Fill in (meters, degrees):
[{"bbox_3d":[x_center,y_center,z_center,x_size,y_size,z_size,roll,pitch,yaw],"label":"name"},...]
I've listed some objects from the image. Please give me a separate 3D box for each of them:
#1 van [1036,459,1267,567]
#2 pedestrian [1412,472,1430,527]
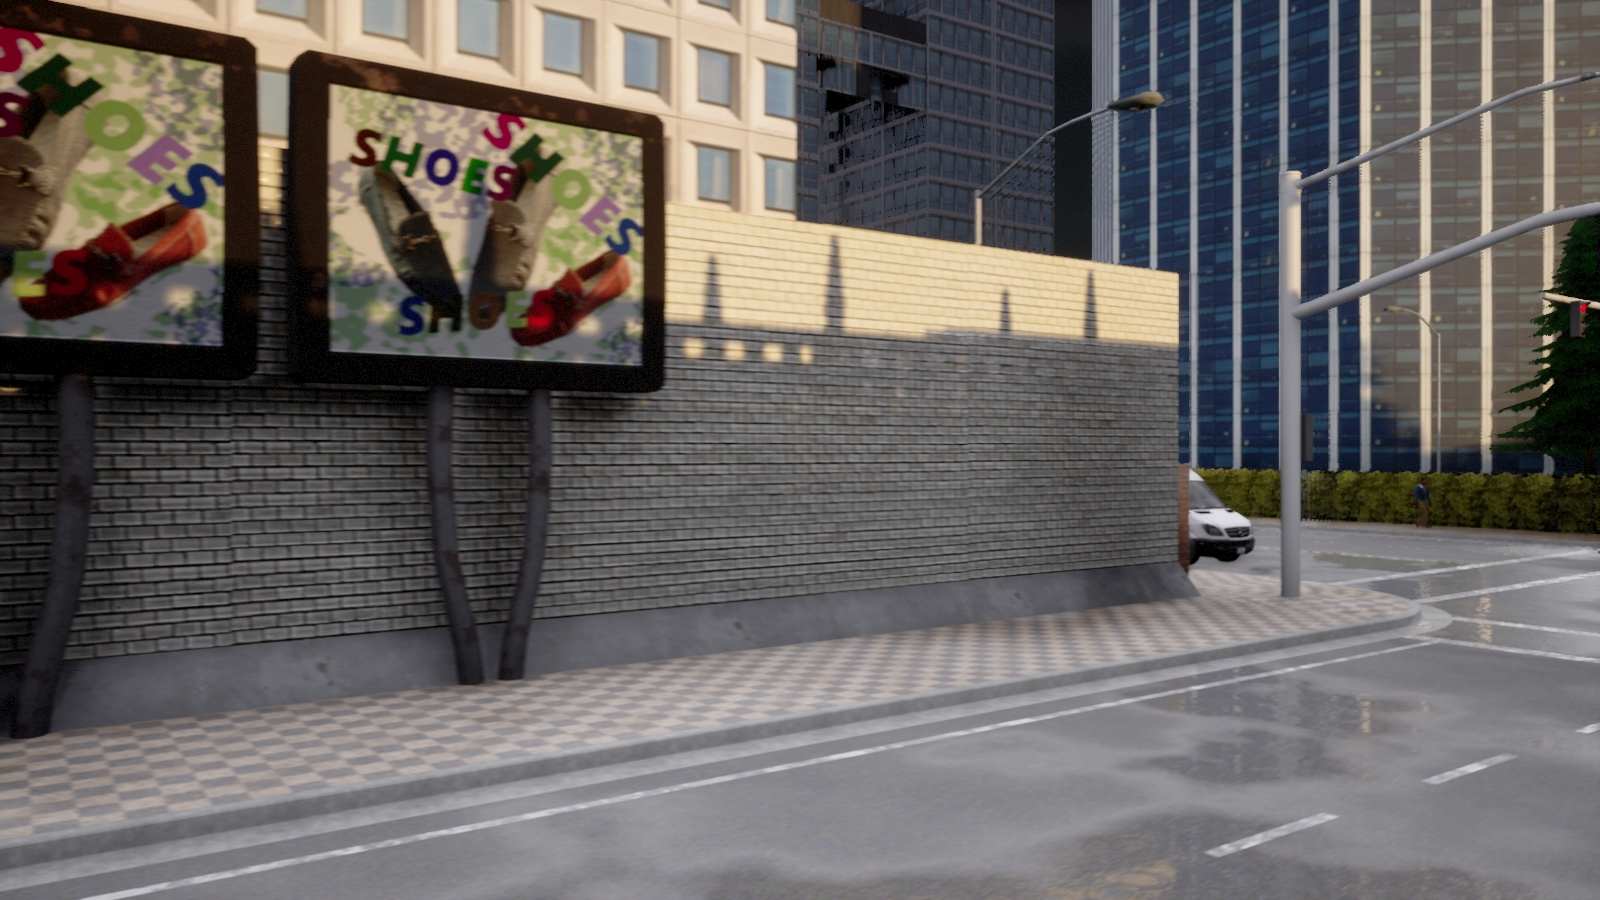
[{"bbox_3d":[9.177,1.534,30.425,1.988,2.561,5.915,0,0,-35],"label":"van"},{"bbox_3d":[21.274,1.696,39.135,0.375,1.860,0.375,0,0,-22],"label":"pedestrian"}]
